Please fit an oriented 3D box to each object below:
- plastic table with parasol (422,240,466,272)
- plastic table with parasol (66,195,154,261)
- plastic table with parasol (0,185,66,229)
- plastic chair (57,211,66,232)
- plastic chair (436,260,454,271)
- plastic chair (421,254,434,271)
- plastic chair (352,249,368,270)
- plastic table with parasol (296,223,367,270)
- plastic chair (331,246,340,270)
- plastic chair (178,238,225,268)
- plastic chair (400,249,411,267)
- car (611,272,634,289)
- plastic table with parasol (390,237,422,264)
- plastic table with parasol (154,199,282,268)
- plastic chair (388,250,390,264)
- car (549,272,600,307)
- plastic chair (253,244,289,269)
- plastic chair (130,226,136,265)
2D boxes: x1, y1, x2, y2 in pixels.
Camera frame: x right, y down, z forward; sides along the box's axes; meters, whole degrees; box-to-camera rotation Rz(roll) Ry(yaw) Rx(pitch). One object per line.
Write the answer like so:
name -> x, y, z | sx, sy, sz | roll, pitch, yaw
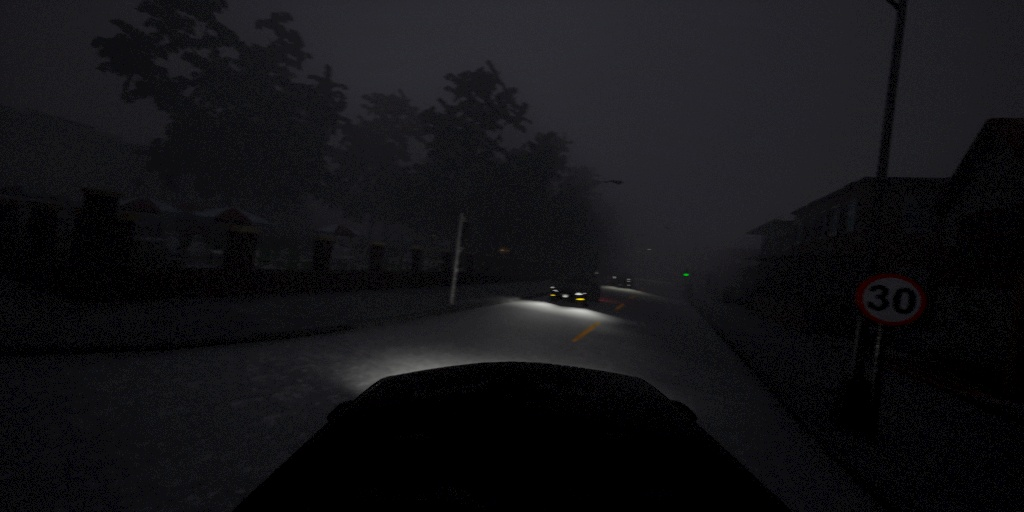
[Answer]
plastic table with parasol -> -4.713, 0.097, 24.900 | 2.482, 2.480, 2.482 | 0, 0, -17
plastic table with parasol -> -14.015, -1.003, 13.541 | 2.482, 2.480, 2.482 | 0, 0, -17
plastic table with parasol -> -26.735, -2.615, 19.396 | 2.482, 2.480, 2.482 | 0, 0, -15
plastic chair -> -25.447, -1.823, 19.872 | 0.730, 1.272, 0.750 | 0, 0, -9
plastic chair -> -4.420, 0.738, 23.662 | 0.750, 1.272, 0.730 | 0, 0, -16
plastic chair -> -5.929, 0.537, 24.618 | 0.730, 1.272, 0.750 | 0, 0, -17
plastic chair -> -7.392, 0.403, 17.854 | 0.730, 1.272, 0.750 | 0, 0, -12
plastic table with parasol -> -8.631, -0.350, 17.403 | 2.482, 2.480, 2.482 | 0, 0, -17
plastic chair -> -8.351, 0.301, 16.163 | 0.750, 1.272, 0.730 | 0, 0, -17
plastic chair -> -9.463, 0.190, 10.957 | 0.750, 1.272, 0.730 | 0, 0, -17
plastic chair -> -8.236, 0.277, 28.256 | 0.750, 1.272, 0.730 | 0, 0, -17
car -> 12.377, 2.563, 39.820 | 2.097, 1.767, 4.553 | 7, 0, 23
plastic table with parasol -> -8.518, -0.357, 29.495 | 2.482, 2.480, 2.482 | 0, 0, -17
plastic table with parasol -> -9.744, -0.450, 12.197 | 2.482, 2.480, 2.482 | 0, 0, -17
plastic chair -> -9.735, 0.095, 29.214 | 0.730, 1.272, 0.750 | 0, 0, -17
car -> 3.440, 1.648, 18.783 | 1.837, 1.490, 4.892 | 7, 2, 23
plastic chair -> -8.505, 0.304, 12.648 | 0.730, 1.272, 0.750 | 0, 0, -12
plastic chair -> -13.733, -0.367, 12.302 | 0.750, 1.272, 0.730 | 0, 0, -17
